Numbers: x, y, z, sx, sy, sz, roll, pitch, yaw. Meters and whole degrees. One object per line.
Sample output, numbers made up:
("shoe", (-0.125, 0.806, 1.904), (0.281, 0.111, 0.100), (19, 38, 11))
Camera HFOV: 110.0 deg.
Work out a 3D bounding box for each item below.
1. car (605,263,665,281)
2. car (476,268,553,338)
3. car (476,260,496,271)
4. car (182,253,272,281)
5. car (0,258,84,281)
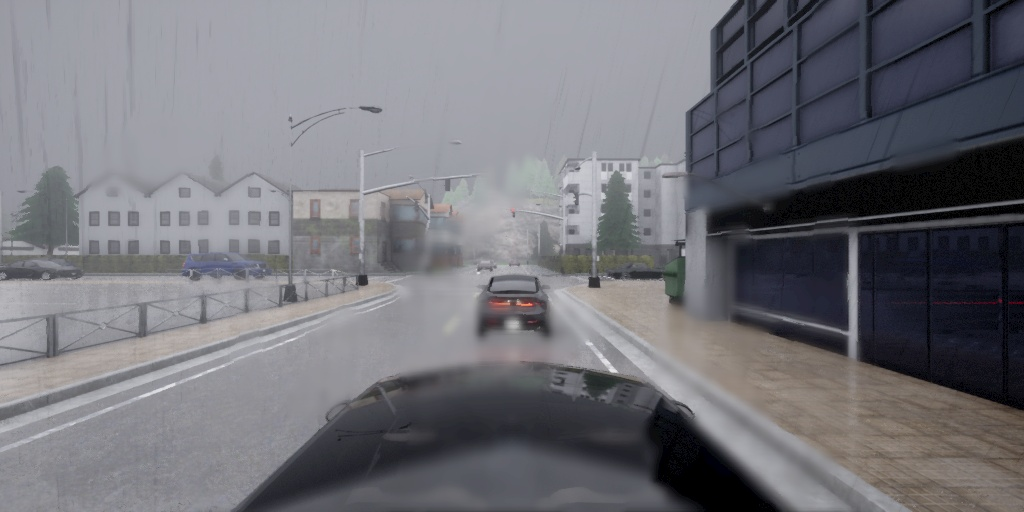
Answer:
("car", (9.405, 1.168, 26.246), (4.718, 1.301, 1.895), (0, 0, 0))
("car", (0.076, 1.255, 10.218), (1.837, 1.490, 4.892), (0, 0, 1))
("car", (-3.484, 1.276, 47.623), (1.812, 1.442, 4.674), (0, 0, 0))
("car", (-20.931, 0.795, 26.400), (5.566, 2.045, 2.150), (0, 0, 0))
("car", (-34.798, 1.051, 26.488), (5.008, 1.535, 1.882), (0, 0, 1))
